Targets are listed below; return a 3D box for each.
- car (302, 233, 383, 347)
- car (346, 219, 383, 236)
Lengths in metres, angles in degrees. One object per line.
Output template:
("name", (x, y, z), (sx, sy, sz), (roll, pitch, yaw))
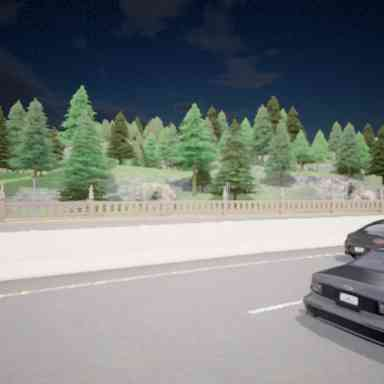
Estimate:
("car", (4.464, 1.587, 5.924), (5.357, 1.411, 2.033), (0, 0, -28))
("car", (7.142, 1.597, 11.074), (4.674, 1.442, 1.812), (0, 0, -25))
